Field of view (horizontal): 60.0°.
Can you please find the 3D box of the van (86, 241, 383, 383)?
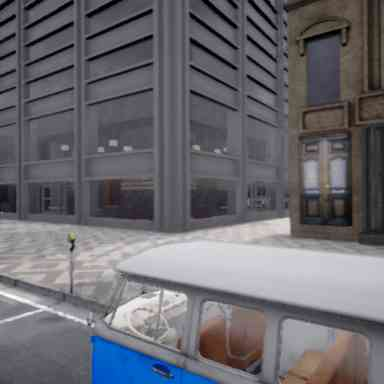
[{"bbox_3d":[0.981,1.344,2.265,3.998,1.788,1.690,0,0,36],"label":"van"}]
